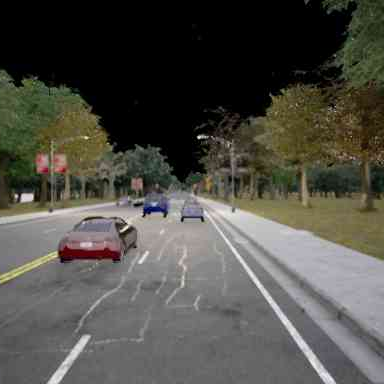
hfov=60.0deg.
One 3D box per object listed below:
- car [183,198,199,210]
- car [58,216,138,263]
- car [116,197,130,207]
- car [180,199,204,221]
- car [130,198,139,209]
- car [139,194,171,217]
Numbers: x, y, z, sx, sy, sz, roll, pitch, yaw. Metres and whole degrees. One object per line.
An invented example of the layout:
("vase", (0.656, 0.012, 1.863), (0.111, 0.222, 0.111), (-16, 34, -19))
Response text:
("car", (-0.115, 1.561, 43.961), (1.994, 1.385, 4.181), (0, 0, 0))
("car", (-3.167, 1.550, 11.967), (1.994, 1.385, 4.181), (0, 0, 0))
("car", (-10.071, 1.494, 49.733), (2.128, 1.511, 4.902), (0, 0, 0))
("car", (0.026, 1.531, 26.538), (2.033, 1.411, 5.357), (0, 0, 0))
("car", (-6.788, 1.599, 45.184), (1.895, 1.301, 4.718), (0, 0, 0))
("car", (-3.247, 1.207, 31.002), (2.150, 2.045, 5.566), (0, 0, 0))
